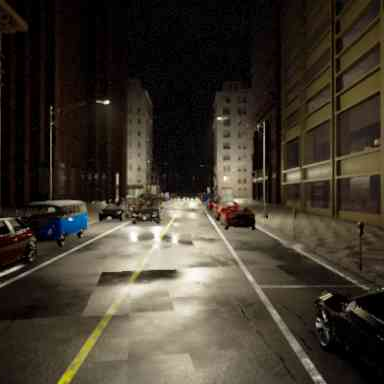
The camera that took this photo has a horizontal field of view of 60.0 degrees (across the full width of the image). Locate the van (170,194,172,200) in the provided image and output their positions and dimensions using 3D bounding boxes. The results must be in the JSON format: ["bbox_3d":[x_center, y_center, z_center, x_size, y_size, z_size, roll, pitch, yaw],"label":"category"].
[{"bbox_3d":[-5.845,1.014,70.668,1.690,1.788,3.998,1,0,0],"label":"van"}]

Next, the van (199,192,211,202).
[{"bbox_3d":[2.680,1.068,59.428,1.690,1.788,3.998,1,0,0],"label":"van"}]

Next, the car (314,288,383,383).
[{"bbox_3d":[2.676,1.552,3.184,1.947,1.339,4.313,1,0,0],"label":"car"}]

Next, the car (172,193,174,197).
[{"bbox_3d":[-5.847,1.191,76.293,1.887,1.381,4.507,1,0,0],"label":"car"}]

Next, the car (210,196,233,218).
[{"bbox_3d":[2.678,1.325,25.681,1.967,1.590,4.097,1,0,0],"label":"car"}]

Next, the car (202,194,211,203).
[{"bbox_3d":[2.677,1.358,42.555,2.008,1.369,4.403,1,0,0],"label":"car"}]

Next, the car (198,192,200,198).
[{"bbox_3d":[2.678,1.224,65.223,1.752,1.417,4.829,1,0,0],"label":"car"}]

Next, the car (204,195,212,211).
[{"bbox_3d":[2.677,1.378,36.930,1.887,1.381,4.507,1,0,0],"label":"car"}]

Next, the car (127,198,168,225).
[{"bbox_3d":[-3.000,1.401,23.378,1.837,1.490,4.892,0,0,0],"label":"car"}]

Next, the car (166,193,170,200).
[{"bbox_3d":[-5.848,1.282,65.044,1.802,1.307,4.206,1,0,0],"label":"car"}]

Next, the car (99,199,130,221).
[{"bbox_3d":[-5.849,1.451,25.674,1.947,1.339,4.313,1,0,0],"label":"car"}]

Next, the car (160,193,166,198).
[{"bbox_3d":[-5.846,1.194,53.795,1.967,1.590,4.097,1,0,0],"label":"car"}]

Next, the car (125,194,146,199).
[{"bbox_3d":[-5.847,1.300,31.298,1.967,1.590,4.097,1,0,0],"label":"car"}]

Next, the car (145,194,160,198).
[{"bbox_3d":[-5.845,1.122,42.546,2.192,1.841,5.009,1,0,0],"label":"car"}]

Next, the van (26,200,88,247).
[{"bbox_3d":[-5.847,1.277,14.425,1.690,1.788,3.998,1,0,0],"label":"van"}]

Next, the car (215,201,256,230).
[{"bbox_3d":[2.677,1.455,20.057,1.887,1.381,4.507,1,0,0],"label":"car"}]

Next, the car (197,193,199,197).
[{"bbox_3d":[2.681,0.988,70.677,2.192,1.841,5.009,1,0,0],"label":"car"}]

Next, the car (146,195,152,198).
[{"bbox_3d":[-5.848,1.360,36.753,1.752,1.417,4.829,1,0,0],"label":"car"}]

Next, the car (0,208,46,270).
[{"bbox_3d":[-5.848,1.402,8.801,1.967,1.590,4.097,1,0,0],"label":"car"}]
